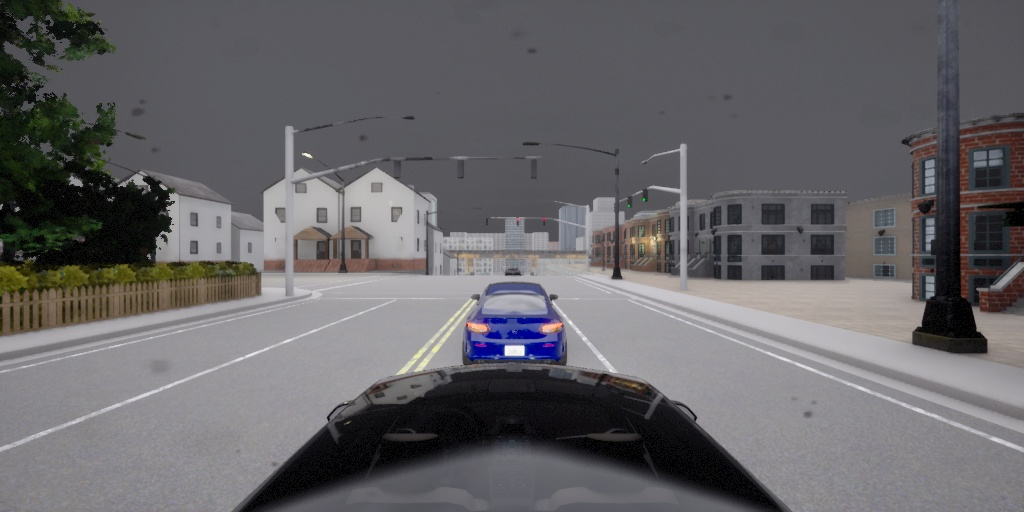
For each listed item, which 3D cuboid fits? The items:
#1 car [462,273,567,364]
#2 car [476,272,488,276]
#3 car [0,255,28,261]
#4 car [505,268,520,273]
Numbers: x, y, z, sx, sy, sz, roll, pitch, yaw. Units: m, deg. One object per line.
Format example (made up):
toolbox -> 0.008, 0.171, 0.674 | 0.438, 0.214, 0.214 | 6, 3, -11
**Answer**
car -> 0.059, 1.276, 7.753 | 1.812, 1.442, 4.674 | 0, 0, 0
car -> -3.603, 2.950, 47.302 | 2.097, 1.767, 4.553 | -1, -13, 0
car -> -44.713, 0.971, 30.667 | 5.566, 2.045, 2.150 | 0, 0, 0
car -> 0.096, 2.457, 44.802 | 1.837, 1.490, 4.892 | 0, -13, 0
